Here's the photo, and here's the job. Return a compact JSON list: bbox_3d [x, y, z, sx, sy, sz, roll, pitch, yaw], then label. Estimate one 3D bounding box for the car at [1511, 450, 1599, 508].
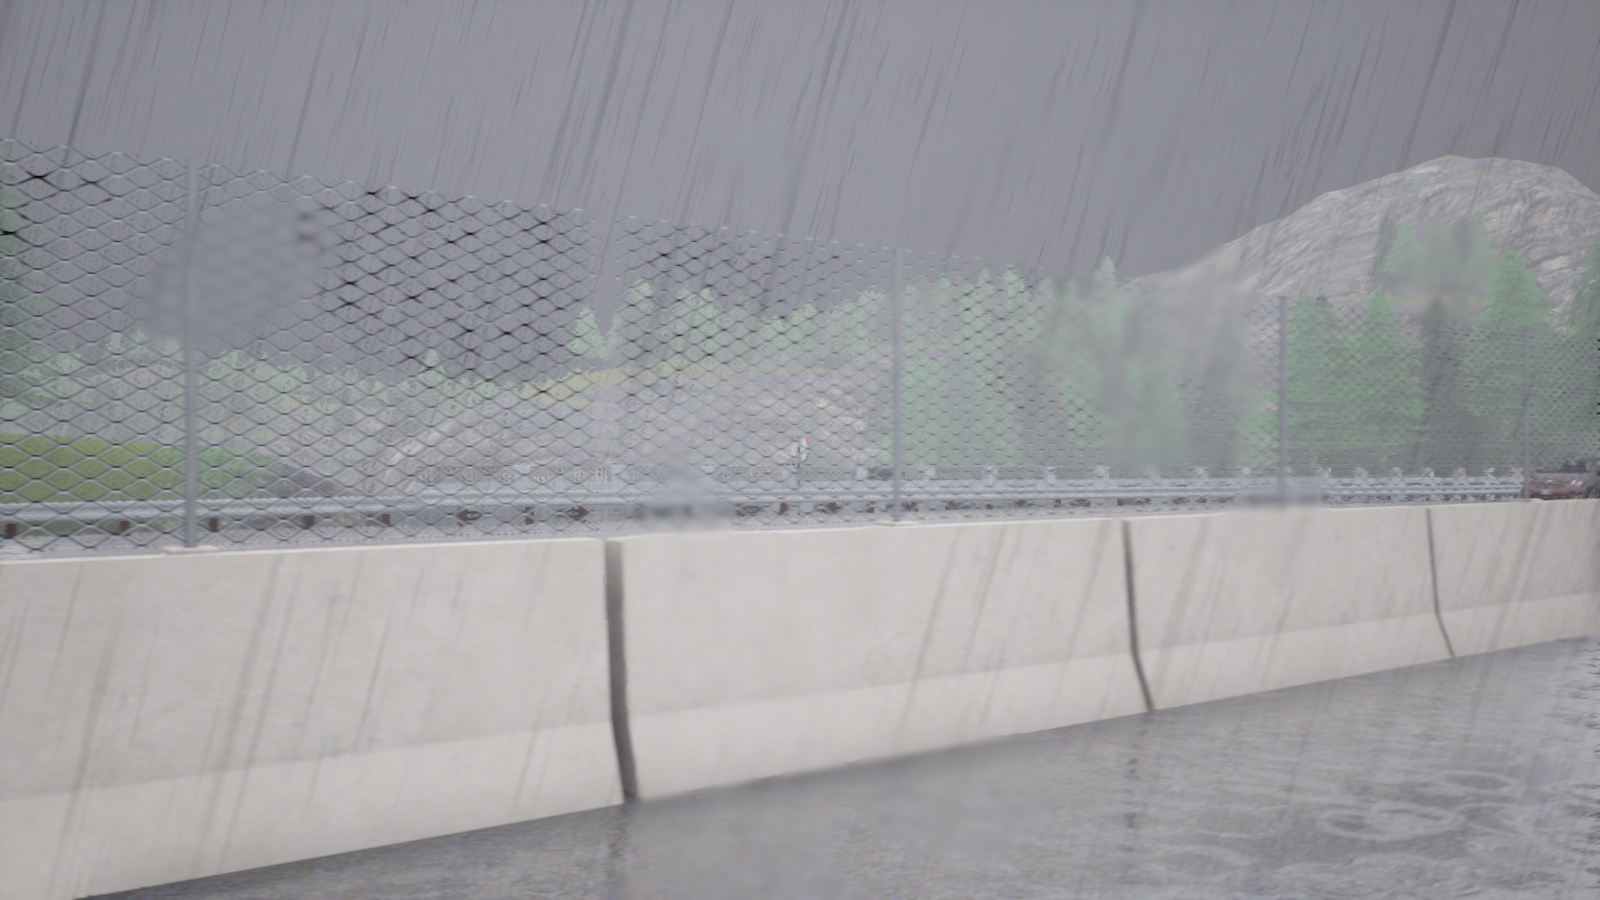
[{"bbox_3d":[22.601,0.824,36.447,3.988,1.617,1.851,1,-1,-35],"label":"car"}]
